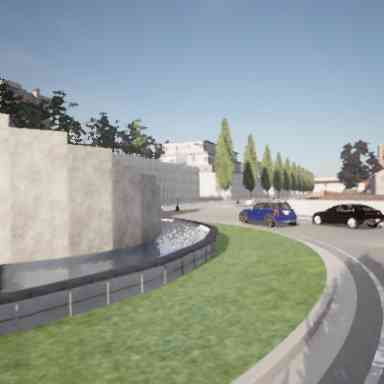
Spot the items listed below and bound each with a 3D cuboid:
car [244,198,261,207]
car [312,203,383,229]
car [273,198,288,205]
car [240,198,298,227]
[{"bbox_3d":[10.531,1.758,57.831,1.812,1.442,4.674,-1,0,25],"label":"car"},{"bbox_3d":[9.933,1.507,21.640,1.837,1.490,4.892,-1,-2,-22],"label":"car"},{"bbox_3d":[16.848,1.780,63.146,1.895,1.301,4.718,-1,0,25],"label":"car"},{"bbox_3d":[5.282,1.436,23.614,2.097,1.767,4.553,-1,0,-25],"label":"car"}]
